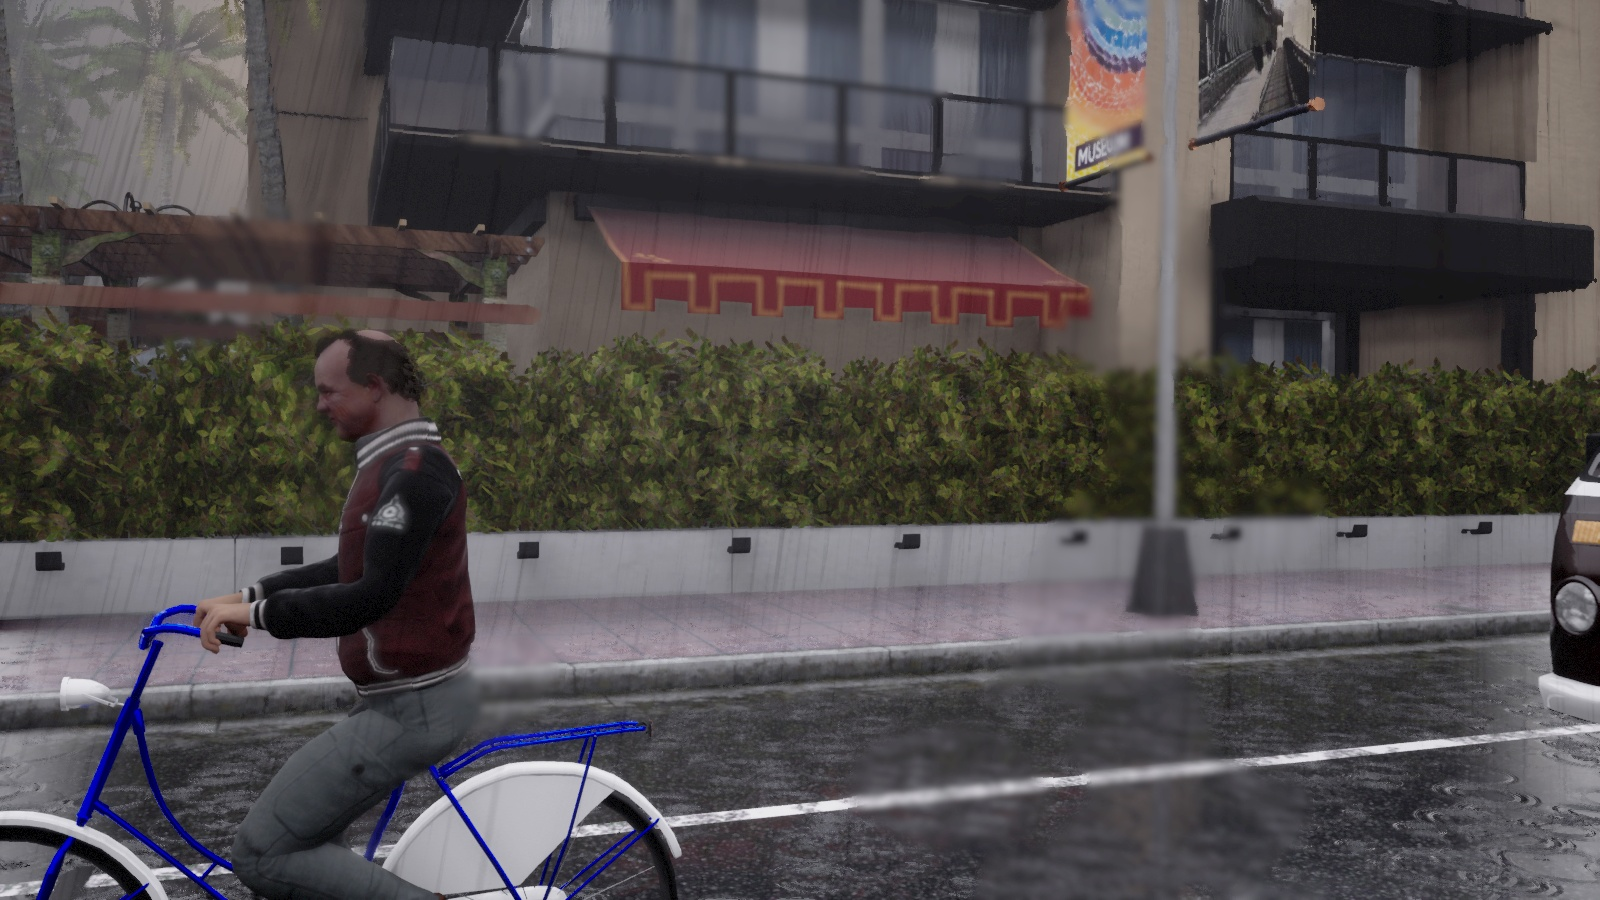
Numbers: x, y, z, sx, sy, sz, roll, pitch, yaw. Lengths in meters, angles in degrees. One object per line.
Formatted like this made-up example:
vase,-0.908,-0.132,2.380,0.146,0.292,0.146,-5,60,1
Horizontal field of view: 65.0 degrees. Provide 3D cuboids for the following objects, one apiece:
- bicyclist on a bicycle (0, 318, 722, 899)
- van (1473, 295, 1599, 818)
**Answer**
bicyclist on a bicycle,-1.157,0.636,2.793,1.843,1.776,0.659,-1,1,-21
van,5.370,0.376,5.225,4.480,2.038,2.069,-1,1,-20
